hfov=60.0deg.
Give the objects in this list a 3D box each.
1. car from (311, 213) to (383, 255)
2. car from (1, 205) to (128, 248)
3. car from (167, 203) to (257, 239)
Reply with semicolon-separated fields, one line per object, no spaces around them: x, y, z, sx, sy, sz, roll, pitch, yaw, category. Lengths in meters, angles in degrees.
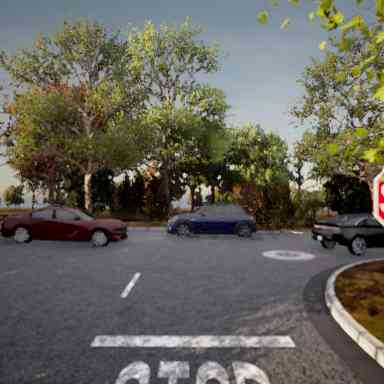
7.276;1.638;13.510;4.902;1.511;2.128;2;-1;-16;car
-5.205;1.363;13.945;5.008;1.535;1.882;2;-1;0;car
0.991;1.418;17.396;4.553;1.767;2.097;1;-1;0;car
